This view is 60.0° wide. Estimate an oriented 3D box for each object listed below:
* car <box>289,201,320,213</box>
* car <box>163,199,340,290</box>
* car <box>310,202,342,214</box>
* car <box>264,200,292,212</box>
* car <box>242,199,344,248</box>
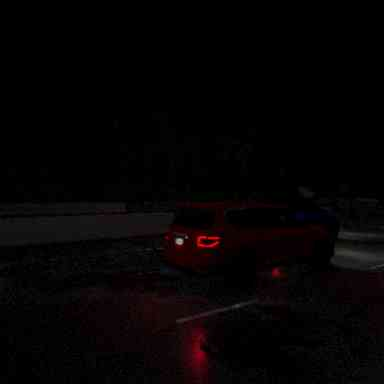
[{"bbox_3d":[15.609,2.043,46.042,2.033,1.411,5.357,0,-1,43],"label":"car"},{"bbox_3d":[1.819,1.310,9.601,5.566,2.045,2.150,1,0,-37],"label":"car"},{"bbox_3d":[17.271,2.035,42.720,2.033,1.411,5.357,0,-1,44],"label":"car"},{"bbox_3d":[12.418,1.985,47.772,1.837,1.490,4.892,0,-1,43],"label":"car"},{"bbox_3d":[5.252,1.396,16.798,5.566,2.045,2.150,1,-1,-39],"label":"car"}]
